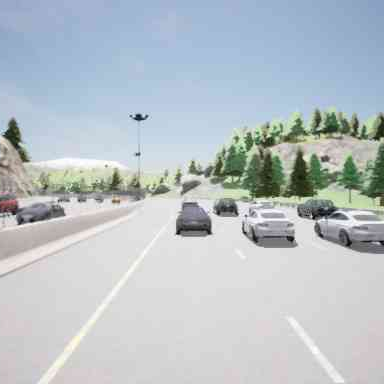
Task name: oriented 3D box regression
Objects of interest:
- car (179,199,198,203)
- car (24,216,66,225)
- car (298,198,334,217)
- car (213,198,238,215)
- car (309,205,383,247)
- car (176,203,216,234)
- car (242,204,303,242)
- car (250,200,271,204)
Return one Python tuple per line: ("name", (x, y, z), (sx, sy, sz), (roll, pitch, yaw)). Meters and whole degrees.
("car", (-0.316, 1.493, 36.809), (2.128, 1.511, 4.902), (0, 0, -3))
("car", (-10.640, 1.492, 23.822), (2.128, 1.511, 4.902), (0, 0, 0))
("car", (10.512, 1.353, 28.294), (2.097, 1.767, 4.553), (0, 0, -1))
("car", (3.322, 1.353, 33.880), (2.097, 1.767, 4.553), (0, 0, -2))
("car", (7.099, 1.526, 14.874), (1.812, 1.442, 4.674), (0, 0, 0))
("car", (0.099, 1.565, 19.401), (1.994, 1.385, 4.181), (0, 0, 0))
("car", (3.599, 1.526, 16.159), (1.812, 1.442, 4.674), (0, 0, 0))
("car", (6.877, 1.527, 32.987), (1.812, 1.442, 4.674), (0, 0, -2))
